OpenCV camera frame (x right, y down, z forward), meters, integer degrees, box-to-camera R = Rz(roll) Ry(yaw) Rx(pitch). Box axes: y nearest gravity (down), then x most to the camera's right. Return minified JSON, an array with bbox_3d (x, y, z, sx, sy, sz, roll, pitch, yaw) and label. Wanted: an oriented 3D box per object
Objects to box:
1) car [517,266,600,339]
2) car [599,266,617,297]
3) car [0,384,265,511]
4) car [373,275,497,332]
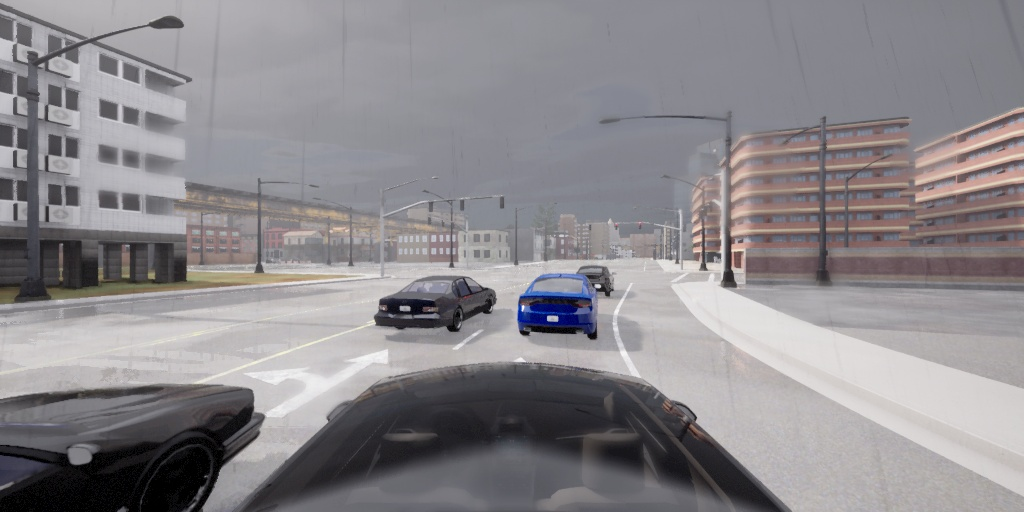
[{"bbox_3d":[1.485,1.228,10.288,1.882,1.535,5.008,0,0,14],"label":"car"},{"bbox_3d":[4.416,1.255,19.210,1.837,1.490,4.892,0,0,19],"label":"car"},{"bbox_3d":[-3.267,1.297,0.934,2.033,1.411,5.357,0,0,-1],"label":"car"},{"bbox_3d":[-1.977,1.297,10.976,2.033,1.411,5.357,0,0,13],"label":"car"}]
